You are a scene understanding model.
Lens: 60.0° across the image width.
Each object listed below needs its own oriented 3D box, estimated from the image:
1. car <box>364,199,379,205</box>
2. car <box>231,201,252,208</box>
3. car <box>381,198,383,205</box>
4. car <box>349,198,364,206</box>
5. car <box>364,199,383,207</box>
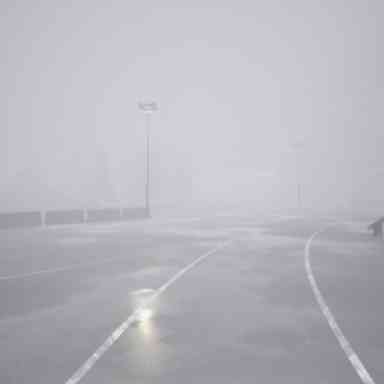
[{"bbox_3d":[41.209,2.268,76.270,1.994,1.385,4.181,-2,-1,43],"label":"car"},{"bbox_3d":[10.207,2.559,68.850,1.895,1.301,4.718,-2,-1,43],"label":"car"},{"bbox_3d":[43.757,2.146,73.873,1.837,1.490,4.892,-2,-1,43],"label":"car"},{"bbox_3d":[34.310,2.073,68.941,2.097,1.767,4.553,-2,-1,43],"label":"car"},{"bbox_3d":[36.618,2.146,66.283,1.837,1.490,4.892,-2,-1,43],"label":"car"}]
